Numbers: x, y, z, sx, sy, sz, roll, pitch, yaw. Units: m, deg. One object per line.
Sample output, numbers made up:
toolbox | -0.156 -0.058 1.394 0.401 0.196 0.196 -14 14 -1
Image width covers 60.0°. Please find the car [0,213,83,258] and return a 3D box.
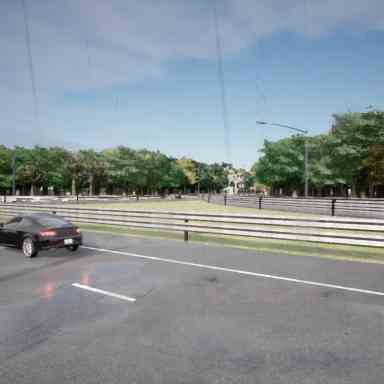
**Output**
car | -6.077 1.525 12.744 4.674 1.442 1.812 0 0 36
